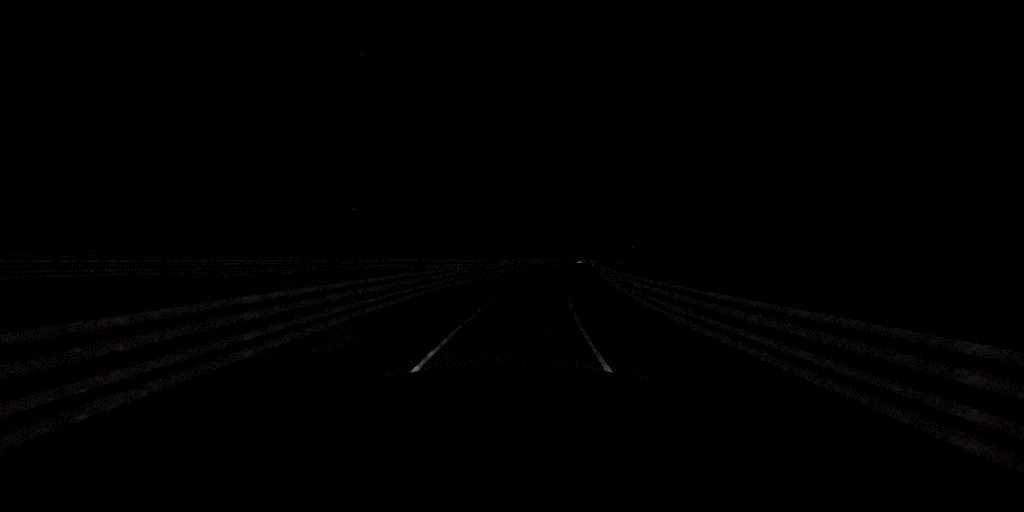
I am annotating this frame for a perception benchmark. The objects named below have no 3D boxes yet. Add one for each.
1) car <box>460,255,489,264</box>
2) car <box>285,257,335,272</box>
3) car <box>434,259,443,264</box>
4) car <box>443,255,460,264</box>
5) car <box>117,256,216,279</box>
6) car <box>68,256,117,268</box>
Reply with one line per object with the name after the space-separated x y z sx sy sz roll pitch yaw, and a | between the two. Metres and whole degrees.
-5.261 0.878 57.377 2.150 2.045 5.566 1 0 31 | car
-20.978 0.835 37.592 2.128 1.511 4.902 1 0 31 | car
-11.323 1.181 60.871 1.895 1.301 4.718 1 0 31 | car
-8.294 0.841 59.117 2.150 2.045 5.566 1 0 30 | car
-24.050 0.740 25.480 1.837 1.490 4.892 1 0 30 | car
-30.596 0.703 28.171 2.033 1.411 5.357 1 0 31 | car
